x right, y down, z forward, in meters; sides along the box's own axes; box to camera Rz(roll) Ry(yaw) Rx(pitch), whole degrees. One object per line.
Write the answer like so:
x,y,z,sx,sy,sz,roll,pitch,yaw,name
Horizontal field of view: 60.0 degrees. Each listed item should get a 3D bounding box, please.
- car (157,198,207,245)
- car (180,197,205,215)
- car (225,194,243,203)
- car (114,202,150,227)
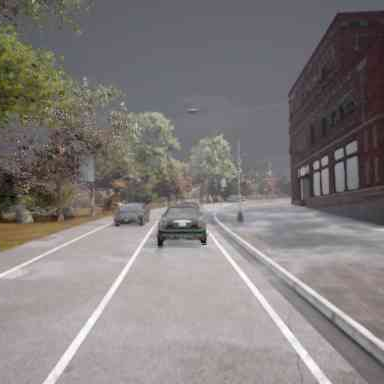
-0.478,1.338,15.719,2.097,1.767,4.553,0,0,-2,car
0.127,1.382,34.320,1.837,1.490,4.892,-1,0,8,car
7.975,1.229,63.067,2.128,1.511,4.902,-4,-1,35,car
-3.999,1.467,22.674,1.837,1.490,4.892,0,0,0,car
